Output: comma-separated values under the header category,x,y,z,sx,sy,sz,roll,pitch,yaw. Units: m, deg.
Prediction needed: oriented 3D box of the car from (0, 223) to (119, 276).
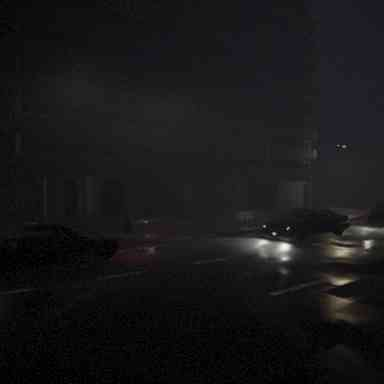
category,x,y,z,sx,sy,sz,roll,pitch,yaw
car,-4.601,1.598,9.320,4.718,1.301,1.895,0,0,-35

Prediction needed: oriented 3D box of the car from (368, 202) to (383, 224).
category,x,y,z,sx,sy,sz,roll,pitch,yaw
car,14.152,1.438,23.739,1.882,1.535,5.008,0,0,43

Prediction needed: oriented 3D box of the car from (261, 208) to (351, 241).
category,x,y,z,sx,sy,sz,roll,pitch,yaw
car,5.921,1.525,16.865,5.357,1.411,2.033,0,0,-36
